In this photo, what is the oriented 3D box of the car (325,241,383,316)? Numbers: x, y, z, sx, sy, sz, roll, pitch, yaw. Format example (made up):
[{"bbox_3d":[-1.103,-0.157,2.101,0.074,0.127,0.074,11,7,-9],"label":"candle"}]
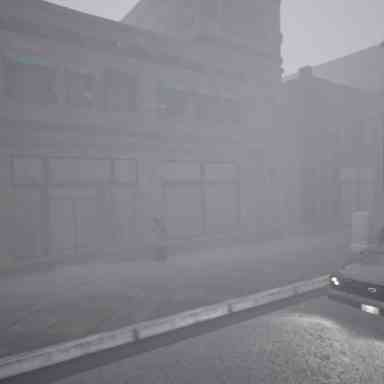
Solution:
[{"bbox_3d":[5.091,1.517,7.009,5.357,1.411,2.033,0,0,-36],"label":"car"}]
